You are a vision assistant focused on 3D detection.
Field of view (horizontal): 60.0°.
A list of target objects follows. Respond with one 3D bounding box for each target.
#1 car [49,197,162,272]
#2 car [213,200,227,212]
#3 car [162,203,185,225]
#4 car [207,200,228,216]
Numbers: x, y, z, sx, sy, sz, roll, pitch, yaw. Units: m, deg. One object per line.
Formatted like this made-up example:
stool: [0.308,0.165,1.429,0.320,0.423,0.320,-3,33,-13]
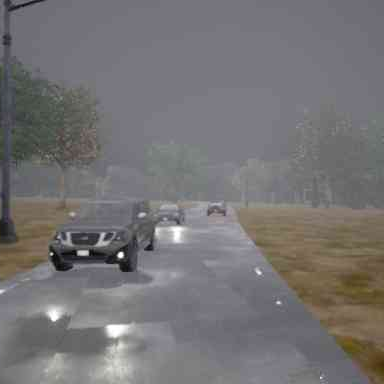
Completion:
car: [-2.591,1.201,11.137,2.150,2.045,5.566,0,0,3]
car: [3.927,1.868,46.302,1.837,1.490,4.892,0,-1,7]
car: [-1.571,1.575,24.486,1.812,1.442,4.674,0,-1,5]
car: [2.547,1.697,34.197,1.812,1.442,4.674,0,-1,7]
